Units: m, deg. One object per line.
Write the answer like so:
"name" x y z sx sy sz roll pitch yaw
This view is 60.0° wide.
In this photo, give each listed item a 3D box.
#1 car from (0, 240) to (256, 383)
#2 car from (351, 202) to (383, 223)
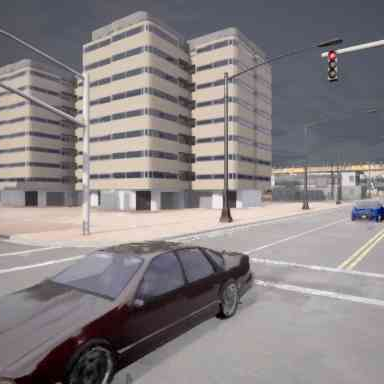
"car" -0.810 1.549 5.318 2.033 1.411 5.357 0 0 35
"car" 13.760 1.493 25.911 1.882 1.535 5.008 0 0 35
